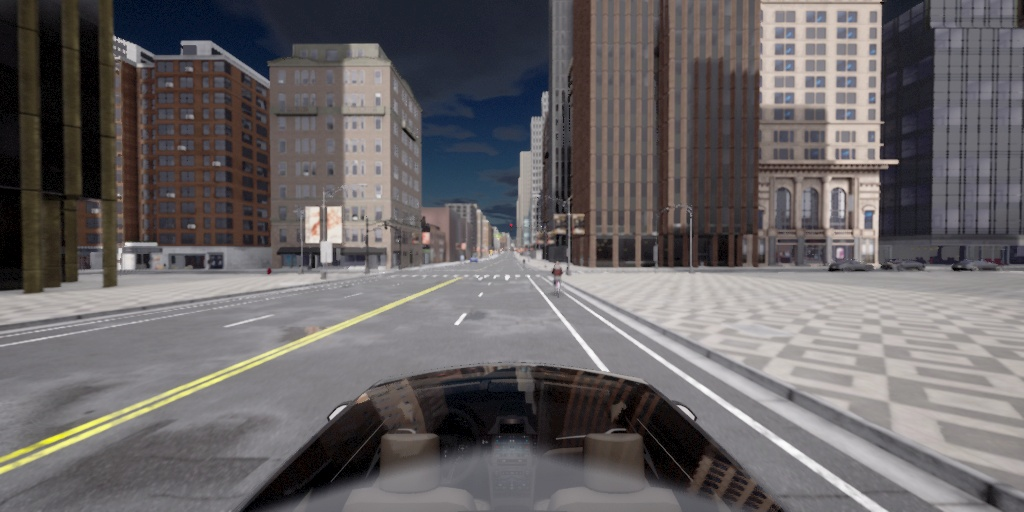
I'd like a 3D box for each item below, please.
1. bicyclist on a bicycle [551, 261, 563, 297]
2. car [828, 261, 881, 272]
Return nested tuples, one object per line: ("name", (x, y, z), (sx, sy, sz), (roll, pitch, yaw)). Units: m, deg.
("bicyclist on a bicycle", (2.246, 1.138, 17.971), (0.659, 1.776, 1.843), (0, 1, 0))
("car", (39.380, 1.232, 41.614), (4.181, 1.385, 1.994), (0, 1, 0))
